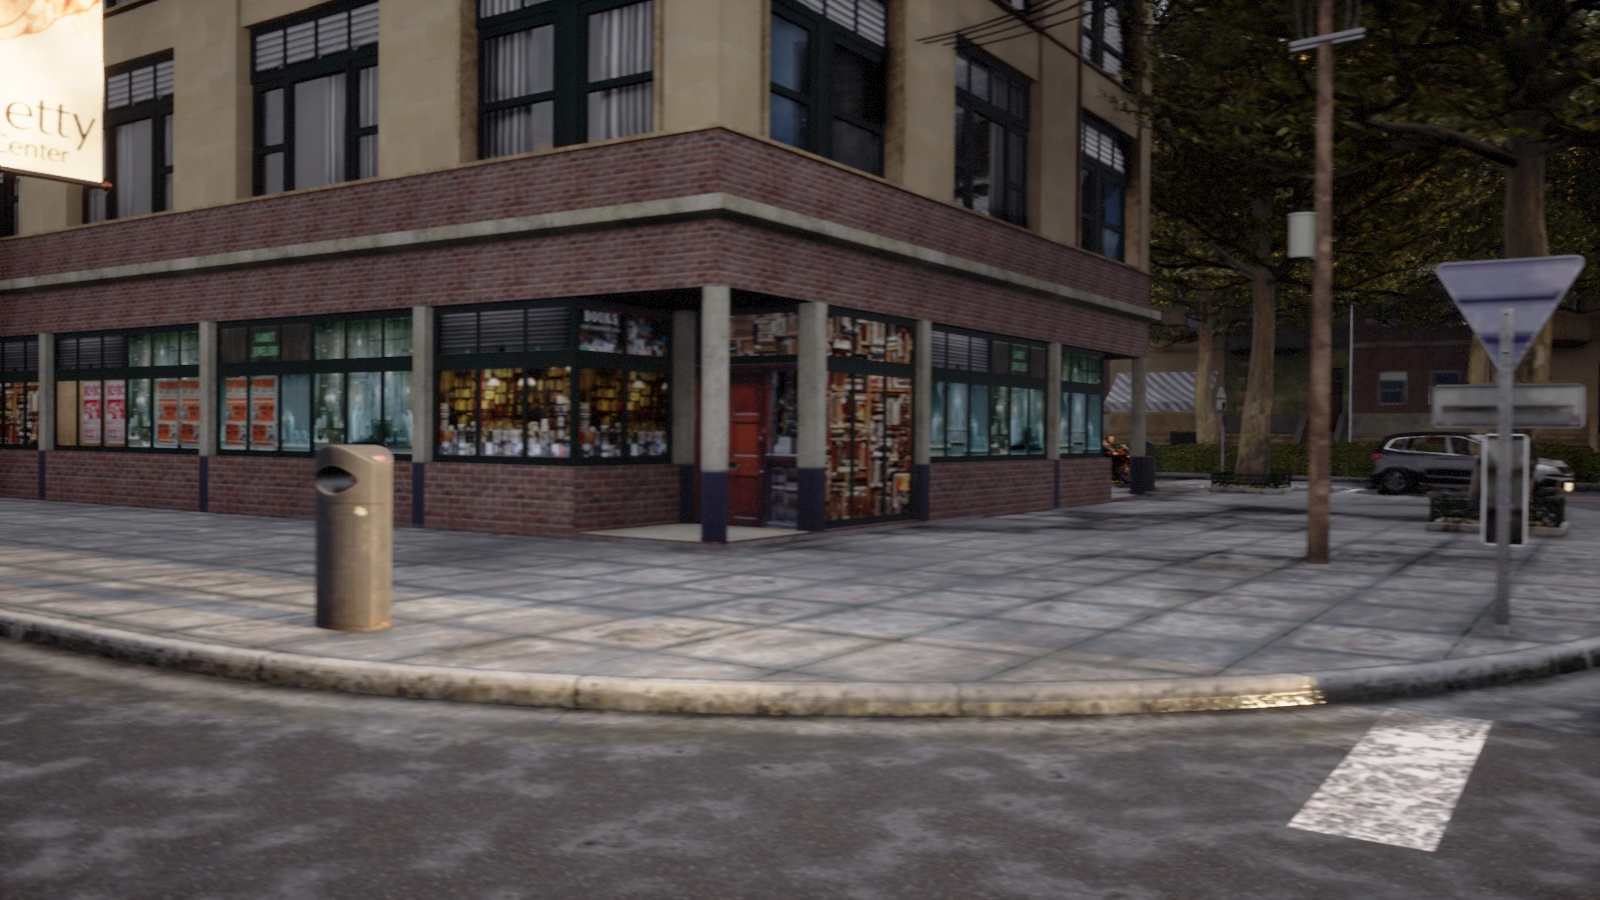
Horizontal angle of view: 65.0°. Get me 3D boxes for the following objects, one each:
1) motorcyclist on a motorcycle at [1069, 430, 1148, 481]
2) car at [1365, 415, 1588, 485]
[{"bbox_3d":[9.508,0.152,38.683,2.191,1.530,0.866,0,1,34],"label":"motorcyclist on a motorcycle"},{"bbox_3d":[17.414,-0.026,32.490,2.242,1.667,4.611,-1,1,-43],"label":"car"}]
